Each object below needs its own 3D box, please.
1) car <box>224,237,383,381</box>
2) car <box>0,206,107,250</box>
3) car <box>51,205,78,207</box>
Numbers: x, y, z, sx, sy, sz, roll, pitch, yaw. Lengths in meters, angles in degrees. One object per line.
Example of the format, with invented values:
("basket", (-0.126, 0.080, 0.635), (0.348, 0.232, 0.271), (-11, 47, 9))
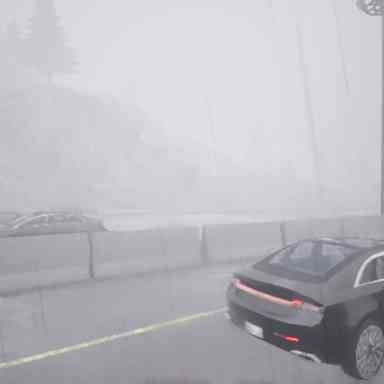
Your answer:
("car", (2.794, 1.501, 5.465), (4.902, 1.511, 2.128), (0, 0, -33))
("car", (-5.717, 1.495, 12.647), (4.902, 1.511, 2.128), (0, 0, -34))
("car", (-7.930, 1.608, 19.605), (4.718, 1.301, 1.895), (0, 0, -33))
